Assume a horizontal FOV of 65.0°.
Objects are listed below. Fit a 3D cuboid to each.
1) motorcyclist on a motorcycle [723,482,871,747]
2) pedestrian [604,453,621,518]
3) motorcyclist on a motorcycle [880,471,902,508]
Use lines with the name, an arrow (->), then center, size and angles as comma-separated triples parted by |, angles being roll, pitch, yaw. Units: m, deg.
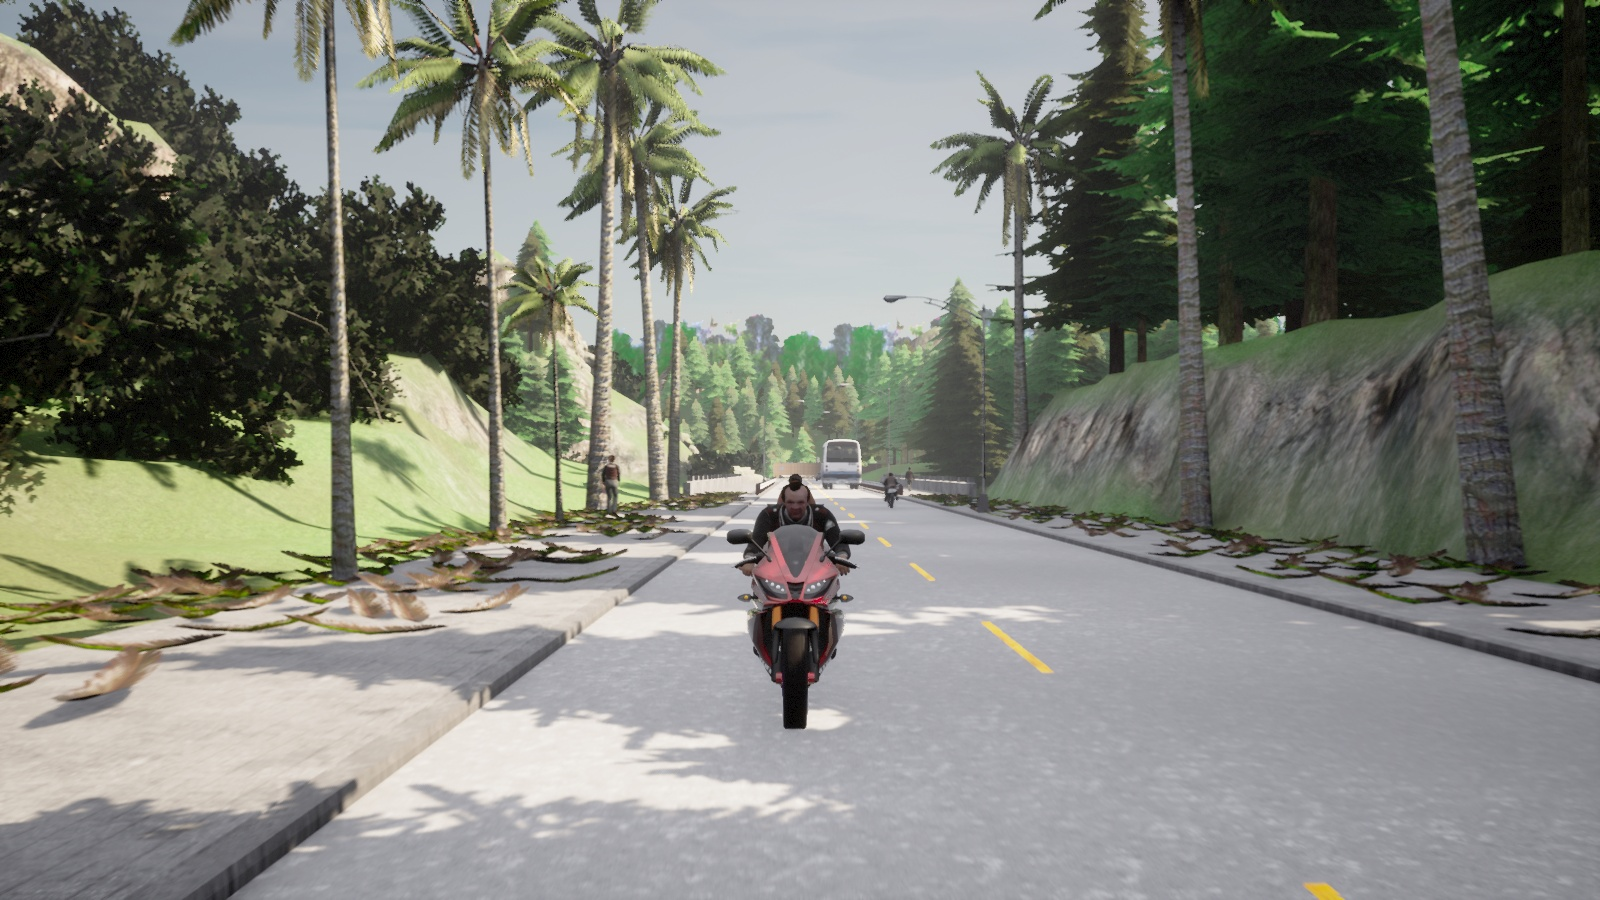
motorcyclist on a motorcycle -> -0.022, 0.992, 8.478 | 0.866, 1.530, 2.191 | 0, -1, 0
pedestrian -> -5.606, 1.066, 37.561 | 0.402, 1.930, 0.666 | 0, -1, 2
motorcyclist on a motorcycle -> 3.814, 1.665, 52.770 | 0.797, 1.523, 2.044 | 0, -1, 0
